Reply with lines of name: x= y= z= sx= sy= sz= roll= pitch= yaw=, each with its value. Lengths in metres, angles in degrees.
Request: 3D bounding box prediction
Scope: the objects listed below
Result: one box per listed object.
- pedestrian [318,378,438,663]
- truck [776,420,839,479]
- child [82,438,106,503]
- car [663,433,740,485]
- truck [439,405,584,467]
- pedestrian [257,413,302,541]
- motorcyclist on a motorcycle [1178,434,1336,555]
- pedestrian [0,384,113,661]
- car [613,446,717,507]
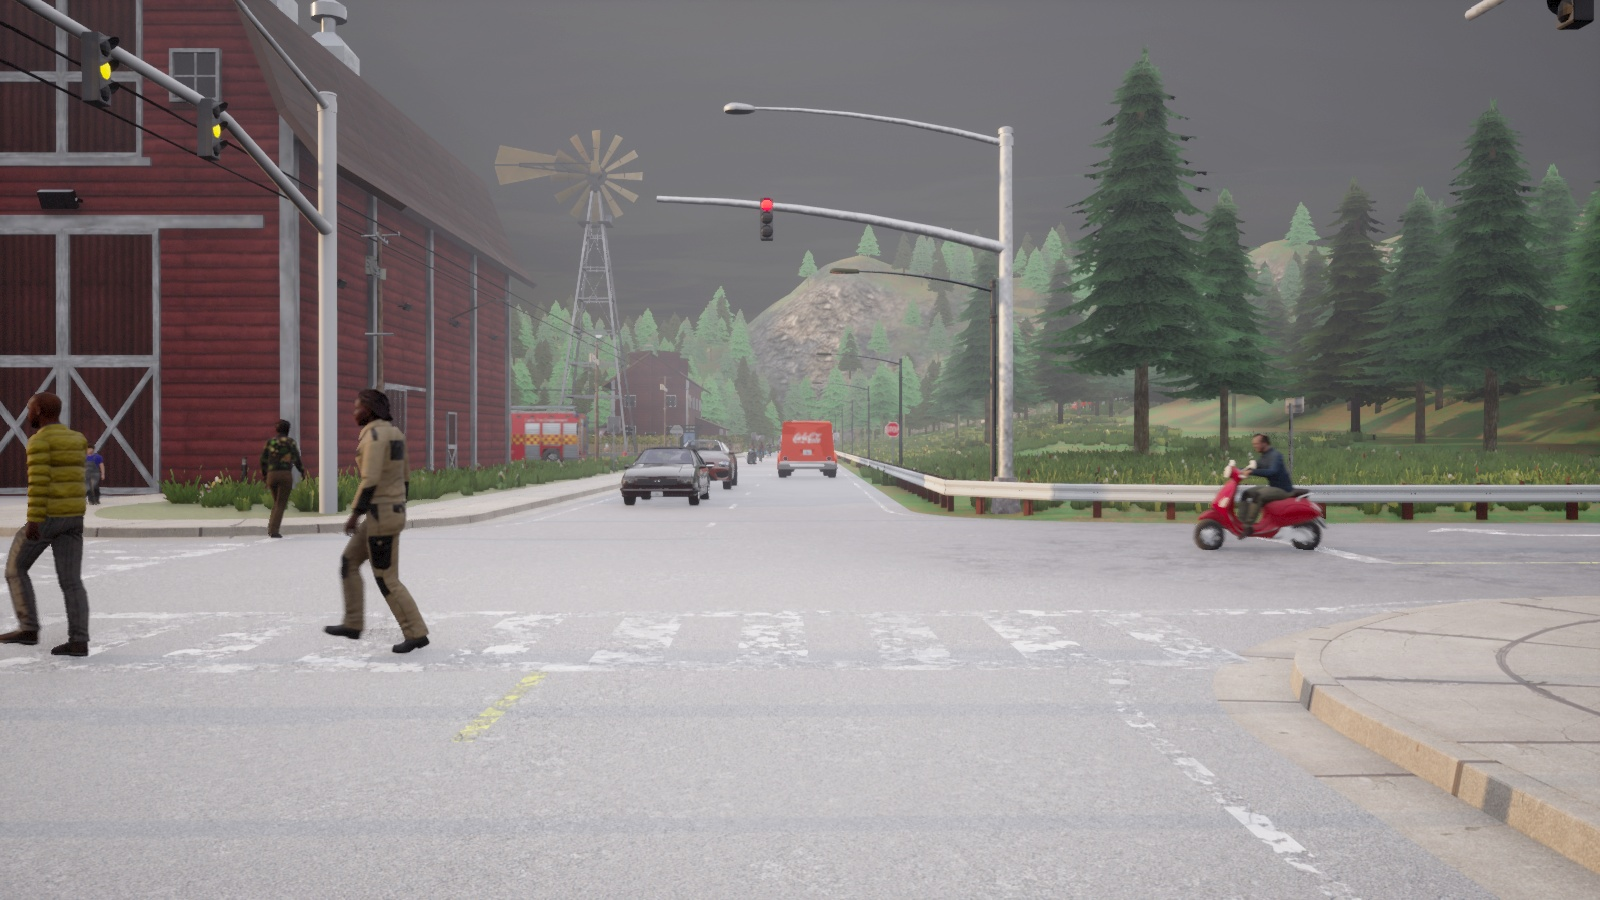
pedestrian: x=-2.911 y=0.475 z=8.687 sx=0.692 sy=1.930 sz=0.396 roll=0 pitch=0 yaw=2
truck: x=0.321 y=-0.044 z=55.220 sx=2.627 sy=2.467 sz=5.204 roll=0 pitch=1 yaw=0
child: x=-13.688 y=0.393 z=24.338 sx=0.270 sy=1.263 sz=0.437 roll=0 pitch=0 yaw=-10
car: x=-3.251 y=0.283 z=42.350 sx=2.152 sy=1.651 sz=5.027 roll=0 pitch=0 yaw=0
truck: x=-18.200 y=-0.882 z=79.587 sx=8.468 sy=3.827 sz=2.891 roll=0 pitch=0 yaw=1
pedestrian: x=-7.987 y=0.403 z=19.292 sx=0.395 sy=1.930 sz=0.692 roll=0 pitch=0 yaw=1
motorcyclist on a motorcycle: x=6.149 y=0.583 z=16.977 sx=1.817 sy=1.590 sz=0.866 roll=0 pitch=0 yaw=-1
pedestrian: x=-5.140 y=0.477 z=8.563 sx=0.726 sy=1.835 sz=0.370 roll=0 pitch=0 yaw=13
car: x=-3.308 y=0.611 z=31.870 sx=2.033 sy=1.411 sz=5.357 roll=0 pitch=0 yaw=0
